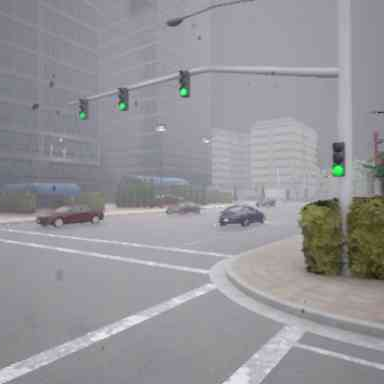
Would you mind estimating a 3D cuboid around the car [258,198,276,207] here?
[{"bbox_3d":[11.839,1.694,53.247,1.837,1.490,4.892,-1,-1,35],"label":"car"}]

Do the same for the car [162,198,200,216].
[{"bbox_3d":[-0.872,1.710,35.326,1.812,1.442,4.674,-1,0,35],"label":"car"}]

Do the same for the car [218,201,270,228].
[{"bbox_3d":[3.502,1.617,23.152,1.812,1.442,4.674,-1,0,35],"label":"car"}]

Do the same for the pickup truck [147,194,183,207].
[{"bbox_3d":[-3.985,1.357,53.560,6.274,2.098,2.390,0,0,-24],"label":"pickup truck"}]

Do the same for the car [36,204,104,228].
[{"bbox_3d":[-8.747,1.662,24.158,1.882,1.535,5.008,-1,0,35],"label":"car"}]
